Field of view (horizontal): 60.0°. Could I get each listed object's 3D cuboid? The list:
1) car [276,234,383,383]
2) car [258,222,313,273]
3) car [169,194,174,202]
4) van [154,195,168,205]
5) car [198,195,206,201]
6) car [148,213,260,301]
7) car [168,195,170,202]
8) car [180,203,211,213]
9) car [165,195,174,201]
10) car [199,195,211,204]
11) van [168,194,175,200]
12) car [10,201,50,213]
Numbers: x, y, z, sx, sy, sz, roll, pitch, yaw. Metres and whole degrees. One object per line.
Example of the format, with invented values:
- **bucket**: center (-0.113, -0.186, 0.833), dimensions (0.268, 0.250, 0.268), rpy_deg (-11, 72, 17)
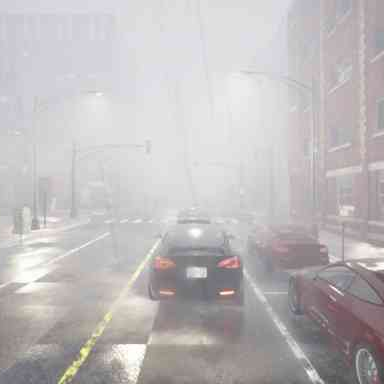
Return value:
- **car**: center (2.660, 1.583, 4.677), dimensions (1.802, 1.307, 4.206), rpy_deg (1, 0, 0)
- **car**: center (2.820, 1.584, 10.333), dimensions (1.802, 1.307, 4.206), rpy_deg (1, 0, 0)
- **car**: center (-5.804, 1.604, 76.568), dimensions (1.802, 1.307, 4.206), rpy_deg (1, 0, 0)
- **van**: center (-5.773, 1.357, 59.612), dimensions (1.690, 1.788, 3.998), rpy_deg (1, 0, 0)
- **car**: center (2.558, 1.593, 87.848), dimensions (1.947, 1.339, 4.313), rpy_deg (1, 0, 0)
- **car**: center (0.086, 1.506, 8.376), dimensions (2.163, 1.488, 4.792), rpy_deg (0, 0, 0)
- **car**: center (-5.785, 1.599, 65.264), dimensions (1.802, 1.307, 4.206), rpy_deg (1, 0, 0)
- **car**: center (0.072, 1.551, 17.648), dimensions (2.033, 1.411, 5.357), rpy_deg (0, 0, -1)
- **car**: center (-5.821, 1.578, 87.873), dimensions (2.008, 1.369, 4.403), rpy_deg (1, 0, 0)
- **car**: center (2.604, 1.541, 59.757), dimensions (1.752, 1.417, 4.829), rpy_deg (1, 0, 0)
- **van**: center (-5.827, 1.371, 93.526), dimensions (1.690, 1.788, 3.998), rpy_deg (1, 0, 0)
- **car**: center (-18.774, 1.728, 38.681), dimensions (4.313, 1.339, 1.947), rpy_deg (0, -1, 0)
